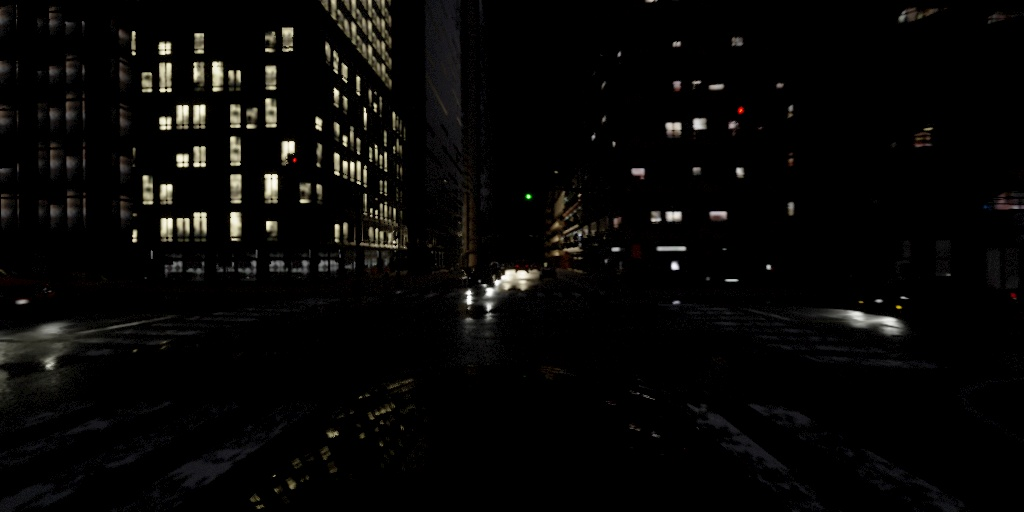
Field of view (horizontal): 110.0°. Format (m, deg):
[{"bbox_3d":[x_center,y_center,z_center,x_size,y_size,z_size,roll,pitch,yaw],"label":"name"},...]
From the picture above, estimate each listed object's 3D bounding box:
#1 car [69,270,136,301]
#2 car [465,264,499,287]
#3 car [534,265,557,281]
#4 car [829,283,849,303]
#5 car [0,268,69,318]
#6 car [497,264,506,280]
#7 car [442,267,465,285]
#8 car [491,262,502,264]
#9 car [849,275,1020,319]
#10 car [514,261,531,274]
[{"bbox_3d":[-21.227,1.385,17.423,4.829,1.417,1.751,0,0,2],"label":"car"},{"bbox_3d":[-2.352,1.660,29.076,1.837,1.490,4.892,0,-1,2],"label":"car"},{"bbox_3d":[3.642,1.780,36.751,2.007,1.370,4.403,0,0,2],"label":"car"},{"bbox_3d":[16.723,1.485,15.935,4.403,1.370,2.007,0,0,2],"label":"car"},{"bbox_3d":[-18.374,1.100,11.548,5.566,2.045,2.150,0,0,2],"label":"car"},{"bbox_3d":[-2.088,1.859,38.974,1.994,1.385,4.181,0,-1,2],"label":"car"},{"bbox_3d":[-4.887,1.728,31.147,1.751,1.417,4.829,0,0,2],"label":"car"},{"bbox_3d":[-1.824,1.929,48.961,2.128,1.511,4.902,0,-1,2],"label":"car"},{"bbox_3d":[15.748,1.503,13.382,4.181,1.385,1.994,0,0,2],"label":"car"},{"bbox_3d":[1.593,1.766,57.859,2.150,2.045,5.566,0,-1,2],"label":"car"}]
